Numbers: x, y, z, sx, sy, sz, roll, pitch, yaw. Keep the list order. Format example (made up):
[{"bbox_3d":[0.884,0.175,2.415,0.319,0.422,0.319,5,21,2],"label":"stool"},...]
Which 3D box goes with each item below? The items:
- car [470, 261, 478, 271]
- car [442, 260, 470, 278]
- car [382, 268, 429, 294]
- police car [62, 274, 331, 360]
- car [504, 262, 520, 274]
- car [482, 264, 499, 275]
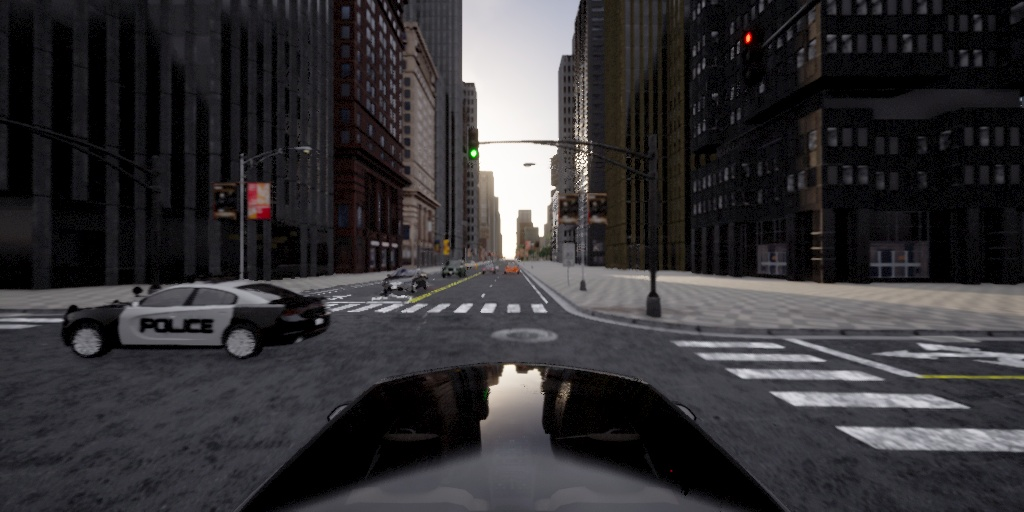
[{"bbox_3d":[-6.498,1.555,57.201,1.882,1.535,5.008,0,-1,0],"label":"car"},{"bbox_3d":[-6.577,1.461,41.268,2.150,2.045,5.566,0,-1,0],"label":"car"},{"bbox_3d":[-6.593,1.510,22.664,2.128,1.511,4.902,0,-1,0],"label":"car"},{"bbox_3d":[-6.845,1.227,7.962,5.238,1.638,1.930,0,-1,0],"label":"police car"},{"bbox_3d":[0.001,1.702,51.753,2.097,1.767,4.553,0,-1,0],"label":"car"},{"bbox_3d":[-3.249,1.898,51.363,2.033,1.411,5.357,0,-1,0],"label":"car"}]
